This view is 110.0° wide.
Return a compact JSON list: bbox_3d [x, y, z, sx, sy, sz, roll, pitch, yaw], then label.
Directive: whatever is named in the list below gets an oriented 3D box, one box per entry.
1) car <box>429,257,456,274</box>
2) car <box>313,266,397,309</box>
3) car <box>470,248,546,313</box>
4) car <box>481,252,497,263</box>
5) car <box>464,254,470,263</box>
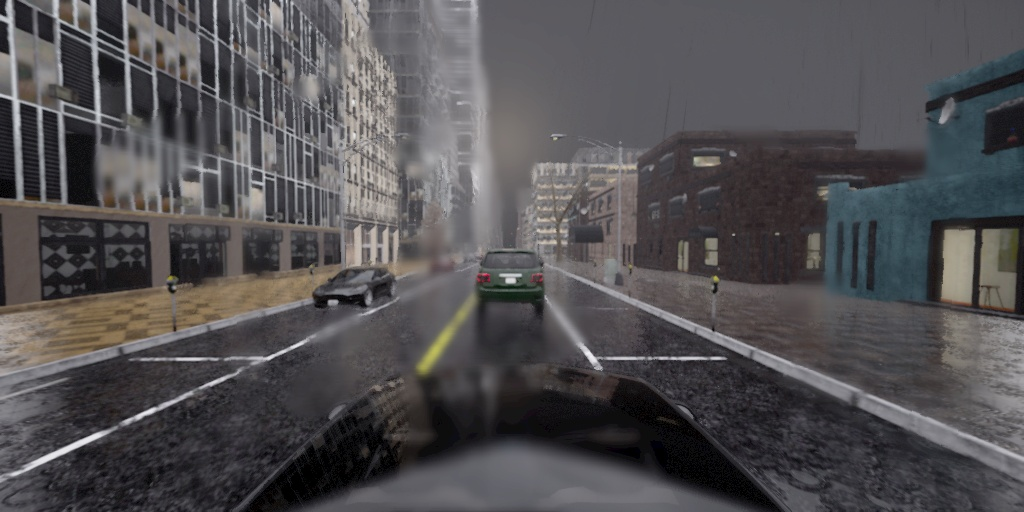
[{"bbox_3d":[-5.833,0.733,30.635,1.888,1.381,4.507,0,0,0],"label":"car"},{"bbox_3d":[-5.749,1.083,13.707,1.948,1.339,4.313,0,0,0],"label":"car"},{"bbox_3d":[-0.004,0.752,12.905,2.150,2.045,5.566,0,1,1],"label":"car"},{"bbox_3d":[-3.332,0.235,53.499,2.128,1.511,4.902,0,1,0],"label":"car"},{"bbox_3d":[-6.049,0.301,53.205,2.007,1.370,4.403,0,0,0],"label":"car"}]
